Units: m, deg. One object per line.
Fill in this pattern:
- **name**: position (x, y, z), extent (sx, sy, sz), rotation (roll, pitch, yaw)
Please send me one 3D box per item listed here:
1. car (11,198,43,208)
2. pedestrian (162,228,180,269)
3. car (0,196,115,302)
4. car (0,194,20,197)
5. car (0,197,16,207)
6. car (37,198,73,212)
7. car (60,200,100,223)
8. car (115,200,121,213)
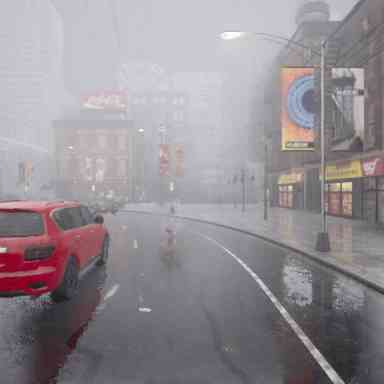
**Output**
- **car**: position (-24.241, 1.595, 48.863), extent (4.718, 1.301, 1.895), rotation (0, 0, 29)
- **pedestrian**: position (-0.593, 1.574, 9.548), extent (0.375, 1.300, 0.375), rotation (0, 0, -3)
- **car**: position (-3.620, 1.223, 8.349), extent (2.150, 2.045, 5.566), rotation (0, 0, -3)
- **car**: position (-17.276, 1.221, 31.413), extent (5.566, 2.045, 2.150), rotation (0, 0, 44)
- **car**: position (-29.557, 1.520, 51.002), extent (4.674, 1.452, 2.002), rotation (0, 0, 19)
- **car**: position (-16.573, 1.505, 40.223), extent (4.892, 1.490, 1.837), rotation (0, 0, 38)
- **car**: position (-8.975, 1.491, 26.410), extent (2.128, 1.511, 4.902), rotation (0, 0, -29)
- **car**: position (-9.134, 1.601, 32.804), extent (1.895, 1.301, 4.718), rotation (0, 0, -38)
